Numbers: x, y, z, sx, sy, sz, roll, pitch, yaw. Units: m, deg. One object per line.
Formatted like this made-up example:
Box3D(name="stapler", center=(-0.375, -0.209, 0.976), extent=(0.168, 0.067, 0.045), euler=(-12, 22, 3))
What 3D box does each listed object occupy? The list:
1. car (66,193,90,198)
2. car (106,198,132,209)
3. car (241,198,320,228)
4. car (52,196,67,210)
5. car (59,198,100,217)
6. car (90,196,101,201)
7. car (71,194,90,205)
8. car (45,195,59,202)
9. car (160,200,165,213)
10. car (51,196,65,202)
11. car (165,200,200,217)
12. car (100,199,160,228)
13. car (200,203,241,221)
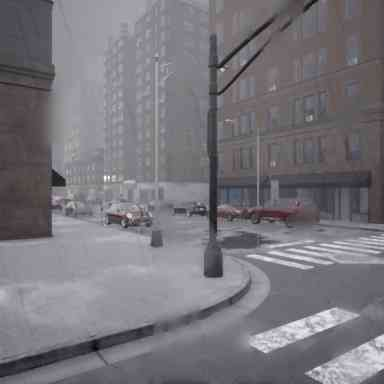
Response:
Box3D(name="car", center=(-18.214, 1.175, 51.761), extent=(2.150, 2.045, 5.566), euler=(0, 0, -35))
Box3D(name="car", center=(-9.894, 1.531, 44.738), extent=(1.947, 1.339, 4.313), euler=(0, 0, -35))
Box3D(name="car", center=(6.005, 1.309, 22.155), extent=(2.192, 1.841, 5.009), euler=(0, 0, -35))
Box3D(name="car", center=(-16.855, 1.511, 39.814), extent=(1.887, 1.381, 4.507), euler=(0, 0, -35))
Box3D(name="car", center=(-10.493, 1.529, 30.778), extent=(2.008, 1.369, 4.403), euler=(0, 0, -35))
Box3D(name="car", center=(-16.004, 1.456, 53.915), extent=(1.837, 1.490, 4.892), euler=(0, 0, -35))
Box3D(name="car", center=(-20.044, 1.297, 59.596), extent=(2.097, 1.767, 4.553), euler=(0, 0, -35))
Box3D(name="car", center=(-32.153, 1.470, 76.354), extent=(2.008, 1.369, 4.403), euler=(0, 0, -35))
Box3D(name="car", center=(-3.535, 1.528, 35.705), extent=(2.008, 1.369, 4.403), euler=(0, 0, -35))
Box3D(name="car", center=(-28.973, 1.476, 71.838), extent=(2.008, 1.369, 4.403), euler=(0, 0, -35))
Box3D(name="car", center=(-0.355, 1.549, 31.188), extent=(1.947, 1.339, 4.313), euler=(0, 0, -35))
Box3D(name="car", center=(-4.132, 1.429, 21.742), extent=(1.967, 1.590, 4.097), euler=(0, 0, -35))
Box3D(name="car", center=(2.825, 1.570, 26.672), extent=(1.802, 1.307, 4.206), euler=(0, 0, -35))
